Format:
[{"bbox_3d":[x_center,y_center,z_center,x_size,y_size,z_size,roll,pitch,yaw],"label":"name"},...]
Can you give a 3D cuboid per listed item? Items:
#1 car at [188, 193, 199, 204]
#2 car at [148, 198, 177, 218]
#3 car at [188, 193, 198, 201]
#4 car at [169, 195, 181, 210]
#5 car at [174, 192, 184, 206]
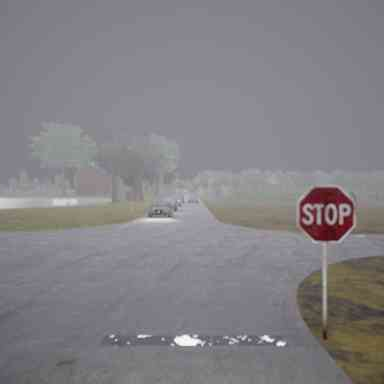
[{"bbox_3d":[0.240,1.455,61.515,1.994,1.385,4.181,0,0,0],"label":"car"},{"bbox_3d":[-2.725,1.522,29.935,1.994,1.385,4.181,0,0,2],"label":"car"},{"bbox_3d":[0.278,1.052,71.525,2.097,1.767,4.553,0,0,0],"label":"car"},{"bbox_3d":[-2.681,1.418,38.873,1.882,1.535,5.008,0,0,1],"label":"car"},{"bbox_3d":[-2.636,1.273,49.039,2.097,1.767,4.553,0,0,0],"label":"car"}]
